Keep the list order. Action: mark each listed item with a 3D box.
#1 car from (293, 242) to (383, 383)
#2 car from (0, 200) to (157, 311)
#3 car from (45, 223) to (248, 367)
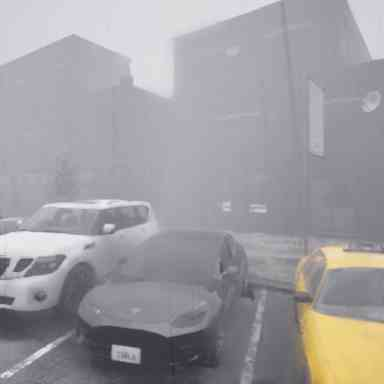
[{"bbox_3d":[2.289,1.480,4.273,1.946,1.575,5.366,1,-1,15],"label":"car"},{"bbox_3d":[-2.558,1.221,7.912,2.435,2.045,5.566,1,-1,15],"label":"car"},{"bbox_3d":[-0.117,1.508,6.166,2.163,1.488,4.792,1,-1,16],"label":"car"}]
